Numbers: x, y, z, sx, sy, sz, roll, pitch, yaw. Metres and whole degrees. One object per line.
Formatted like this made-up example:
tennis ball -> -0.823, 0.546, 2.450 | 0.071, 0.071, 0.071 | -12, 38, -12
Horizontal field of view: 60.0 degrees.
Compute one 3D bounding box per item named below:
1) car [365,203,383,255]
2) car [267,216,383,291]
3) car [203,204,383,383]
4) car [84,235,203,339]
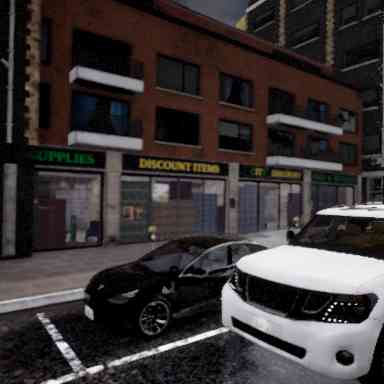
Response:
car -> 9.201, 1.385, 13.091 | 5.009, 1.841, 2.192 | 0, 1, -35
car -> 4.523, 1.568, 9.763 | 4.829, 1.417, 1.752 | 0, 1, -35
car -> 3.090, 1.249, 5.578 | 5.566, 2.045, 2.150 | 1, 0, -35
car -> 0.125, 1.584, 6.631 | 4.313, 1.339, 1.947 | 0, 1, -35
